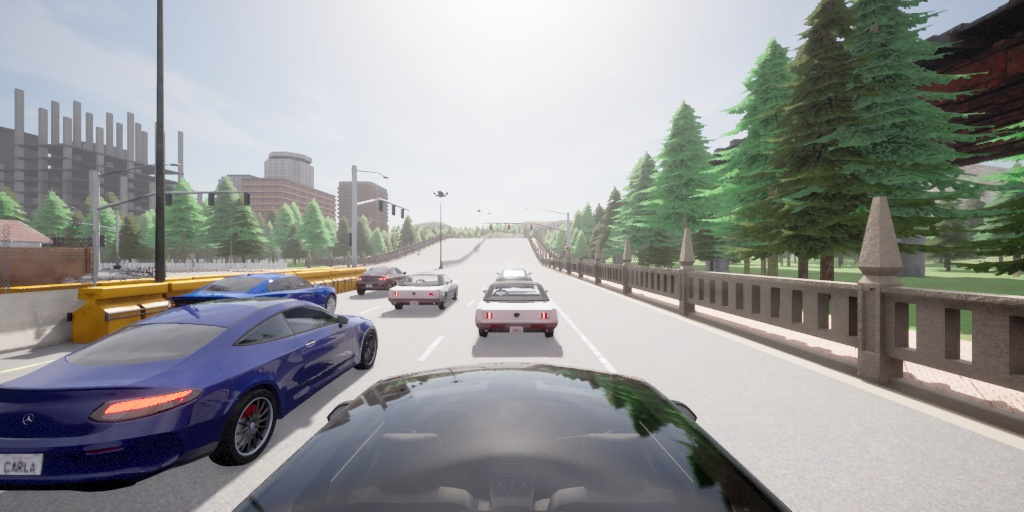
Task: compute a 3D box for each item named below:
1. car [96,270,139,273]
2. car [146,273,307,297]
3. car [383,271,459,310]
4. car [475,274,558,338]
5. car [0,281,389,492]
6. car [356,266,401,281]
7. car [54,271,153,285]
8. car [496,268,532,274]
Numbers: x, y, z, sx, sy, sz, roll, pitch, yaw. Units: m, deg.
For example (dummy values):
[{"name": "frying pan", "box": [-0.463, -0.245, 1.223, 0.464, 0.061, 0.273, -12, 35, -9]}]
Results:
[{"name": "car", "box": [-17.564, 1.314, 15.865, 1.994, 1.385, 4.181, 0, 0, 0]}, {"name": "car", "box": [-6.896, 1.228, 10.242, 1.882, 1.535, 5.008, 0, 0, 0]}, {"name": "car", "box": [-3.394, 1.351, 14.702, 1.895, 1.301, 4.718, 0, 0, 0]}, {"name": "car", "box": [0.105, 1.351, 10.189, 1.895, 1.301, 4.718, 0, 0, 0]}, {"name": "car", "box": [-3.397, 1.276, 4.784, 1.812, 1.442, 4.674, 0, 0, 0]}, {"name": "car", "box": [-6.891, 1.276, 19.583, 1.812, 1.442, 4.674, 0, 0, 0]}, {"name": "car", "box": [-14.082, 1.351, 11.982, 1.895, 1.301, 4.718, 0, 0, 0]}, {"name": "car", "box": [0.109, 1.314, 18.941, 1.994, 1.385, 4.181, 0, 0, 0]}]
